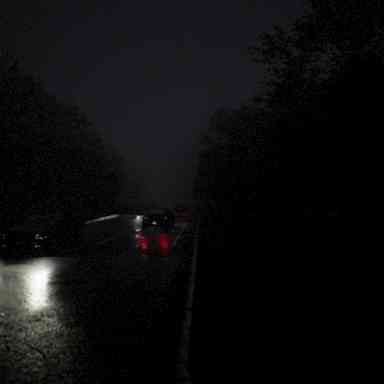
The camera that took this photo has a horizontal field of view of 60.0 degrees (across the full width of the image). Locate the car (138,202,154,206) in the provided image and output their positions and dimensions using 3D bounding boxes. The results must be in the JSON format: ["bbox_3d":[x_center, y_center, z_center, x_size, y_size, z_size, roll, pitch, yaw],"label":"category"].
[{"bbox_3d":[-5.496,2.002,41.215,1.837,1.490,4.892,0,-1,2],"label":"car"}]

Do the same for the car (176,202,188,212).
[{"bbox_3d":[-1.647,2.160,49.596,1.812,1.442,4.674,0,-1,2],"label":"car"}]

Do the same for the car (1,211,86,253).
[{"bbox_3d":[-6.260,1.623,14.595,1.882,1.535,5.008,0,-1,2],"label":"car"}]

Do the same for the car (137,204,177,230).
[{"bbox_3d":[-2.335,1.817,23.482,1.812,1.442,4.674,0,-1,2],"label":"car"}]
